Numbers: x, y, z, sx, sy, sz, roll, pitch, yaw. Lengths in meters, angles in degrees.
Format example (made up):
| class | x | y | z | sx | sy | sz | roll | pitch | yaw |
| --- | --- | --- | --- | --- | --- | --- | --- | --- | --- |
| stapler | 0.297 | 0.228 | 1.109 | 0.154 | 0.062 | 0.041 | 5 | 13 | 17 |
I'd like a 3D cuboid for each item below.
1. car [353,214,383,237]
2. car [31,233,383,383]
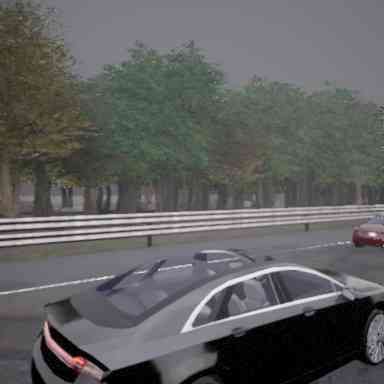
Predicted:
| class | x | y | z | sx | sy | sz | roll | pitch | yaw |
| --- | --- | --- | --- | --- | --- | --- | --- | --- | --- |
| car | 8.524 | 1.586 | 13.721 | 4.181 | 1.385 | 1.994 | 0 | 0 | -33 |
| car | 0.696 | 1.492 | 4.186 | 4.902 | 1.511 | 2.128 | 0 | 0 | -35 |
